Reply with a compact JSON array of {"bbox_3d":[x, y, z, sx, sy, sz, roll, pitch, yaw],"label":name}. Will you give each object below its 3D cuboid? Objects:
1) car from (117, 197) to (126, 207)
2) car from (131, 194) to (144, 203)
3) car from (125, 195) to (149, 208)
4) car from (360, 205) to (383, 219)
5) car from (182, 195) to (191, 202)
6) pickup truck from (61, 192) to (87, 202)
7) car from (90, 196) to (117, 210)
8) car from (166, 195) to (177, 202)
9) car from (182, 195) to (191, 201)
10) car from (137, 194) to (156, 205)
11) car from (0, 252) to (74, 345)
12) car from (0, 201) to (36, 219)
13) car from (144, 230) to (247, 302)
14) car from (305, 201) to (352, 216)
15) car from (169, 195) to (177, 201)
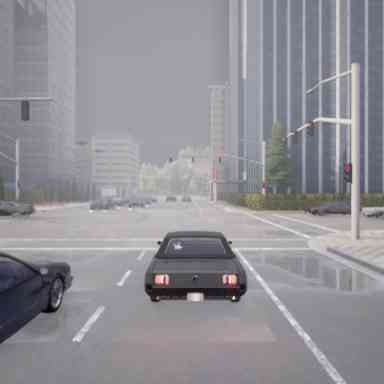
[{"bbox_3d":[-11.449,1.503,51.000,1.812,1.442,4.674,0,0,-1],"label":"car"},{"bbox_3d":[-11.672,1.323,70.978,2.097,1.767,4.553,0,0,-1],"label":"car"},{"bbox_3d":[-7.891,1.543,48.022,1.994,1.385,4.181,0,0,-1],"label":"car"},{"bbox_3d":[16.939,1.588,28.088,4.718,1.301,1.895,0,0,0],"label":"car"},{"bbox_3d":[-1.228,1.520,75.032,1.994,1.385,4.181,0,0,-1],"label":"car"},{"bbox_3d":[-24.768,1.028,69.244,2.390,2.098,6.274,0,0,30],"label":"pickup truck"},{"bbox_3d":[-11.304,1.334,42.102,2.097,1.767,4.553,0,0,-1],"label":"car"},{"bbox_3d":[-4.718,1.468,74.571,1.837,1.490,4.892,0,0,-1],"label":"car"},{"bbox_3d":[-1.385,1.503,84.807,2.033,1.411,5.357,0,0,-1],"label":"car"},{"bbox_3d":[-8.029,1.522,57.328,2.033,1.411,5.357,0,0,-1],"label":"car"},{"bbox_3d":[-3.436,1.545,4.591,2.033,1.411,5.357,0,0,0],"label":"car"},{"bbox_3d":[-15.659,1.479,27.794,4.902,1.511,2.128,0,0,-1],"label":"car"},{"bbox_3d":[0.067,1.597,8.187,1.895,1.301,4.718,0,0,0],"label":"car"},{"bbox_3d":[13.584,1.534,31.596,5.357,1.411,2.033,0,0,-3],"label":"car"},{"bbox_3d":[-4.885,1.487,84.739,1.812,1.442,4.674,0,0,-1],"label":"car"}]
